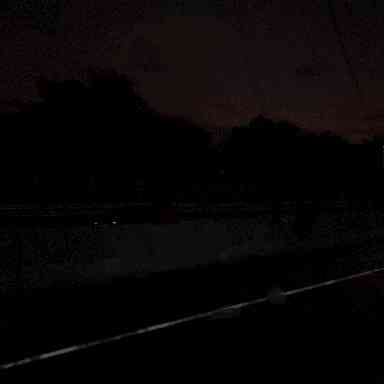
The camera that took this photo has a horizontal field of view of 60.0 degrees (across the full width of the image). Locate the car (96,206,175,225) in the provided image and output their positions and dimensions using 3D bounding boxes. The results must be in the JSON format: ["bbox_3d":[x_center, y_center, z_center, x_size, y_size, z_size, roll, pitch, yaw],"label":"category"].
[{"bbox_3d":[-2.986,1.651,19.063,4.181,1.385,1.994,1,0,-36],"label":"car"}]

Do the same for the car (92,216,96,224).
[{"bbox_3d":[-3.941,1.649,22.683,5.357,1.411,2.033,1,0,-36],"label":"car"}]
